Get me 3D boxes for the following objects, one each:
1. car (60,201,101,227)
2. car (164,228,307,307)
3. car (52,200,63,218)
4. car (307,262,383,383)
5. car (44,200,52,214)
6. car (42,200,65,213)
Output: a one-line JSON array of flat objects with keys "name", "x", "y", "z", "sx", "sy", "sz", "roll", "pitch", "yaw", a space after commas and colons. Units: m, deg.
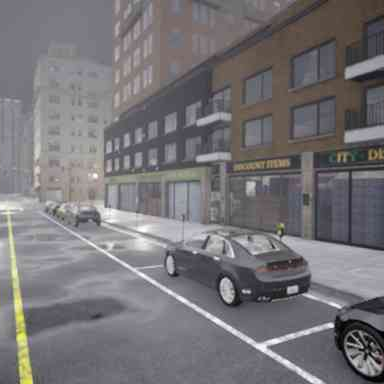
[{"name": "car", "x": -7.390, "y": 1.547, "z": 22.618, "sx": 2.008, "sy": 1.369, "sz": 4.403, "roll": -1, "pitch": 0, "yaw": -29}, {"name": "car", "x": 0.777, "y": 1.551, "z": 7.985, "sx": 2.008, "sy": 1.369, "sz": 4.403, "roll": -1, "pitch": 0, "yaw": -29}, {"name": "car", "x": -10.195, "y": 1.518, "z": 27.644, "sx": 1.752, "sy": 1.417, "sz": 4.829, "roll": -1, "pitch": 0, "yaw": -29}, {"name": "car", "x": 3.499, "y": 1.566, "z": 3.107, "sx": 1.947, "sy": 1.339, "sz": 4.313, "roll": -1, "pitch": 0, "yaw": -29}, {"name": "car", "x": -12.835, "y": 1.555, "z": 32.374, "sx": 1.947, "sy": 1.339, "sz": 4.313, "roll": -1, "pitch": 0, "yaw": -29}, {"name": "car", "x": -15.557, "y": 1.568, "z": 37.251, "sx": 1.802, "sy": 1.307, "sz": 4.206, "roll": -1, "pitch": 0, "yaw": -29}]
